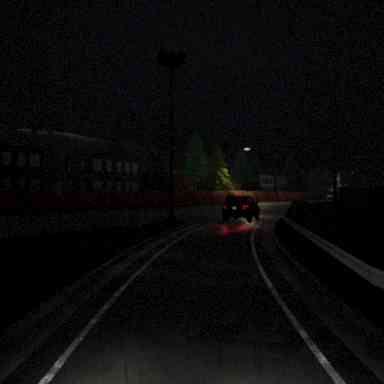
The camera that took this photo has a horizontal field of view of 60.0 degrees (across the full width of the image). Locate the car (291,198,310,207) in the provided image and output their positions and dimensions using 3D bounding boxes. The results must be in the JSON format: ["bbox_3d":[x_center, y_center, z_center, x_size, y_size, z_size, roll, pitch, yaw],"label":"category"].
[{"bbox_3d":[16.870,1.661,51.625,1.994,1.385,4.181,0,0,34],"label":"car"}]

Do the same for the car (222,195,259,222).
[{"bbox_3d":[4.011,1.273,26.838,2.150,2.045,5.566,0,0,20],"label":"car"}]
